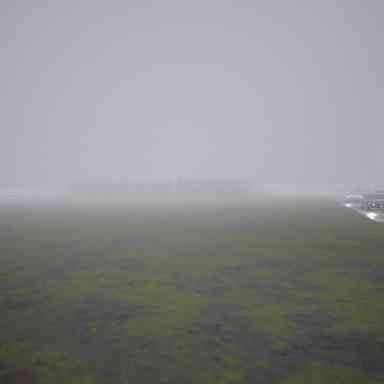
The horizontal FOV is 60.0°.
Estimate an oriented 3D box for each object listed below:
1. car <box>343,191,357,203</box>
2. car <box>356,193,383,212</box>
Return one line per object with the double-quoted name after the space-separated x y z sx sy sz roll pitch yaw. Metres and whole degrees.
20.698 0.660 43.048 1.812 1.442 4.674 -1 1 19 "car"
16.127 0.881 29.286 1.837 1.490 4.892 -1 1 18 "car"
